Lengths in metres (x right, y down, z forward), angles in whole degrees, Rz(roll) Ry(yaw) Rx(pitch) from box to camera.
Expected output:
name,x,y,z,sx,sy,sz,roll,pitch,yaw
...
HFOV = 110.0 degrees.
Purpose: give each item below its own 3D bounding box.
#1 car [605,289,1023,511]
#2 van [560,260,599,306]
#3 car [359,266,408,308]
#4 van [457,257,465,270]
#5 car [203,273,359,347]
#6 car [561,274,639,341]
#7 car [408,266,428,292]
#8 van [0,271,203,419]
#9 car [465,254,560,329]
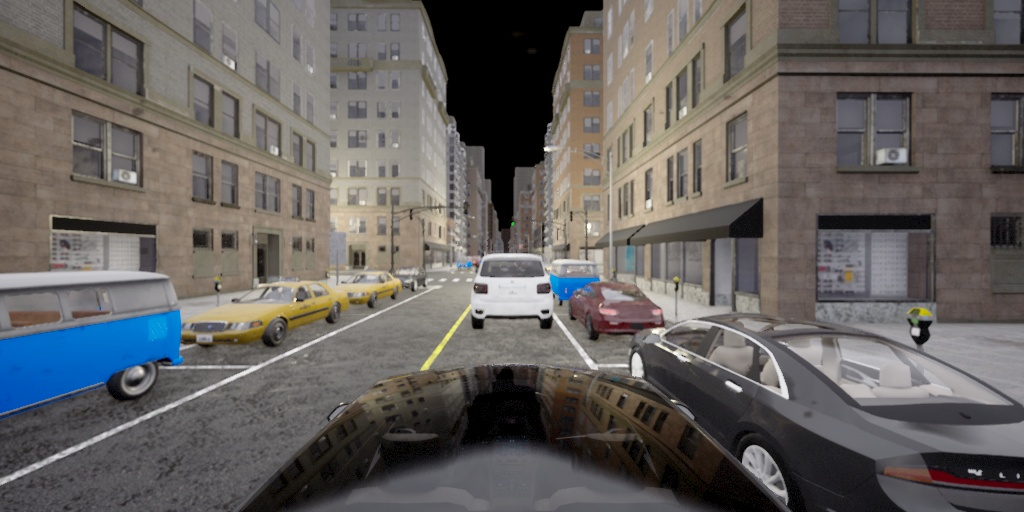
name,x,y,z,sx,sy,sz,roll,pitch,yaw
car,2.650,1.297,3.904,2.007,1.370,4.403,0,0,-1
van,2.529,1.061,15.244,1.690,1.789,3.998,0,0,-1
car,-5.994,1.245,14.967,1.751,1.417,4.829,0,0,-1
van,-6.346,0.969,47.998,1.690,1.789,3.998,0,0,-1
car,-5.933,1.259,9.298,1.751,1.417,4.829,0,0,-1
car,2.589,1.316,9.574,1.802,1.307,4.207,0,0,-1
car,-6.056,1.254,20.804,2.007,1.370,4.403,0,0,-1
van,-5.875,1.087,3.799,1.690,1.789,3.998,0,0,-1
car,-0.020,0.952,11.305,2.150,2.045,5.566,0,0,-1
